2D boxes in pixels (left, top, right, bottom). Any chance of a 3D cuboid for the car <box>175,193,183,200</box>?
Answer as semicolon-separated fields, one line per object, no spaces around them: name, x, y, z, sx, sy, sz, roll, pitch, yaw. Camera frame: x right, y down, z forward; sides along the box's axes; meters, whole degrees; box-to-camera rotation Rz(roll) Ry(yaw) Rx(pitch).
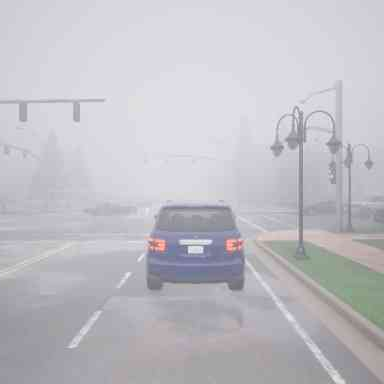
car;-3.432;1.210;87.778;2.097;1.767;4.553;0;0;0

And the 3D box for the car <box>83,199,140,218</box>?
car;-7.218;1.601;30.015;1.895;1.301;4.718;0;0;44

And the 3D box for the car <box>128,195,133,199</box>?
car;-10.540;1.564;53.555;1.994;1.385;4.181;0;0;1

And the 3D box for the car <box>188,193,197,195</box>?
car;0.061;1.544;77.933;1.994;1.385;4.181;0;0;0

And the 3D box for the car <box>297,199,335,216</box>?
car;12.766;1.505;32.290;4.892;1.490;1.837;0;0;-1

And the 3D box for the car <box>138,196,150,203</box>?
car;-10.443;1.540;72.790;2.033;1.411;5.357;0;0;0

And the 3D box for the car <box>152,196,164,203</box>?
car;-6.959;1.505;68.062;1.837;1.490;4.892;0;0;0

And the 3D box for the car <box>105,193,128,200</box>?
car;-10.557;1.352;44.925;2.097;1.767;4.553;0;0;0

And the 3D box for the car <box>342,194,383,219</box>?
car;16.211;1.221;28.810;5.566;2.045;2.150;0;0;-1

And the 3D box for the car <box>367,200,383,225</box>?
car;14.492;1.477;21.559;5.008;1.535;1.882;0;0;0

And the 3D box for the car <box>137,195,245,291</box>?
car;0.087;1.221;9.185;2.150;2.045;5.566;0;0;0

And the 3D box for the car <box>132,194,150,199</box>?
car;-7.045;1.477;48.997;1.882;1.535;5.008;0;0;0

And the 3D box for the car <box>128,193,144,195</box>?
car;-10.507;1.477;62.329;1.882;1.535;5.008;0;0;0
